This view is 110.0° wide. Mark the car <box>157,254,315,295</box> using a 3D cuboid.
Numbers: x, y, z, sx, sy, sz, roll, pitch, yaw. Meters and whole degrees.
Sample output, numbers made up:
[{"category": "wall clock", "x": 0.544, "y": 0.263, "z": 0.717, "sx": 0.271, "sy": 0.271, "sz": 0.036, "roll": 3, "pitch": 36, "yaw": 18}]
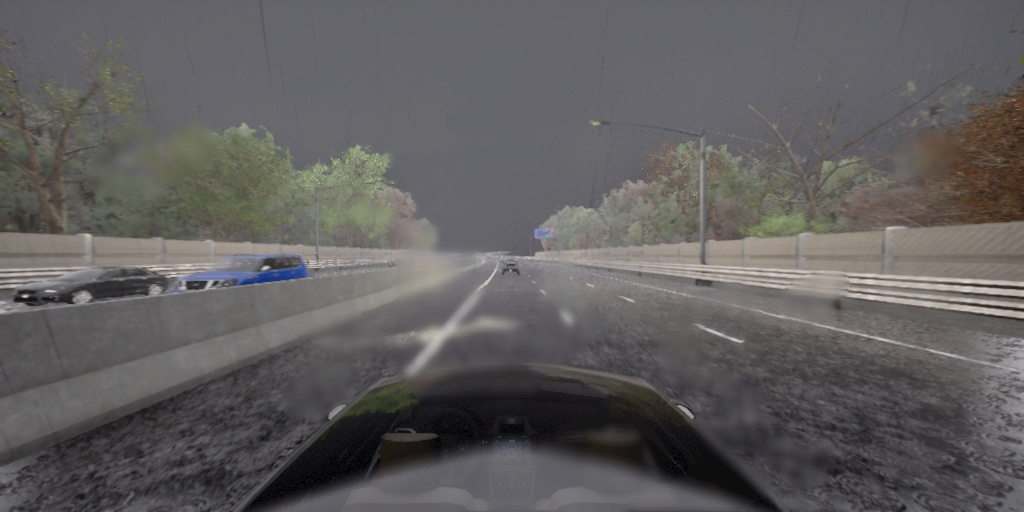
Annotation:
[{"category": "car", "x": -10.586, "y": 0.935, "z": 14.650, "sx": 2.150, "sy": 2.045, "sz": 5.566, "roll": 0, "pitch": 1, "yaw": 0}]

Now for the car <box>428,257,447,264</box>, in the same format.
[{"category": "car", "x": -11.136, "y": 1.215, "z": 55.438, "sx": 1.895, "sy": 1.301, "sz": 4.718, "roll": 0, "pitch": 0, "yaw": -1}]

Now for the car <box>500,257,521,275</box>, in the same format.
[{"category": "car", "x": -0.153, "y": 1.166, "z": 37.742, "sx": 1.837, "sy": 1.490, "sz": 4.892, "roll": 0, "pitch": 0, "yaw": -1}]

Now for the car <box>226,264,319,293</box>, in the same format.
[{"category": "car", "x": -14.122, "y": 1.247, "z": 21.646, "sx": 2.033, "sy": 1.411, "sz": 5.357, "roll": 0, "pitch": 0, "yaw": 0}]

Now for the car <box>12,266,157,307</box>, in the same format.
[{"category": "car", "x": -17.588, "y": 1.221, "z": 15.391, "sx": 1.837, "sy": 1.490, "sz": 4.892, "roll": 0, "pitch": 0, "yaw": 0}]

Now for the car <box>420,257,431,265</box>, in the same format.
[{"category": "car", "x": -14.857, "y": 0.933, "z": 63.709, "sx": 2.097, "sy": 1.767, "sz": 4.553, "roll": 0, "pitch": 0, "yaw": -1}]

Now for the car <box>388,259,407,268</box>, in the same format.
[{"category": "car", "x": -18.173, "y": 1.168, "z": 57.052, "sx": 1.994, "sy": 1.385, "sz": 4.181, "roll": 0, "pitch": 0, "yaw": -1}]
